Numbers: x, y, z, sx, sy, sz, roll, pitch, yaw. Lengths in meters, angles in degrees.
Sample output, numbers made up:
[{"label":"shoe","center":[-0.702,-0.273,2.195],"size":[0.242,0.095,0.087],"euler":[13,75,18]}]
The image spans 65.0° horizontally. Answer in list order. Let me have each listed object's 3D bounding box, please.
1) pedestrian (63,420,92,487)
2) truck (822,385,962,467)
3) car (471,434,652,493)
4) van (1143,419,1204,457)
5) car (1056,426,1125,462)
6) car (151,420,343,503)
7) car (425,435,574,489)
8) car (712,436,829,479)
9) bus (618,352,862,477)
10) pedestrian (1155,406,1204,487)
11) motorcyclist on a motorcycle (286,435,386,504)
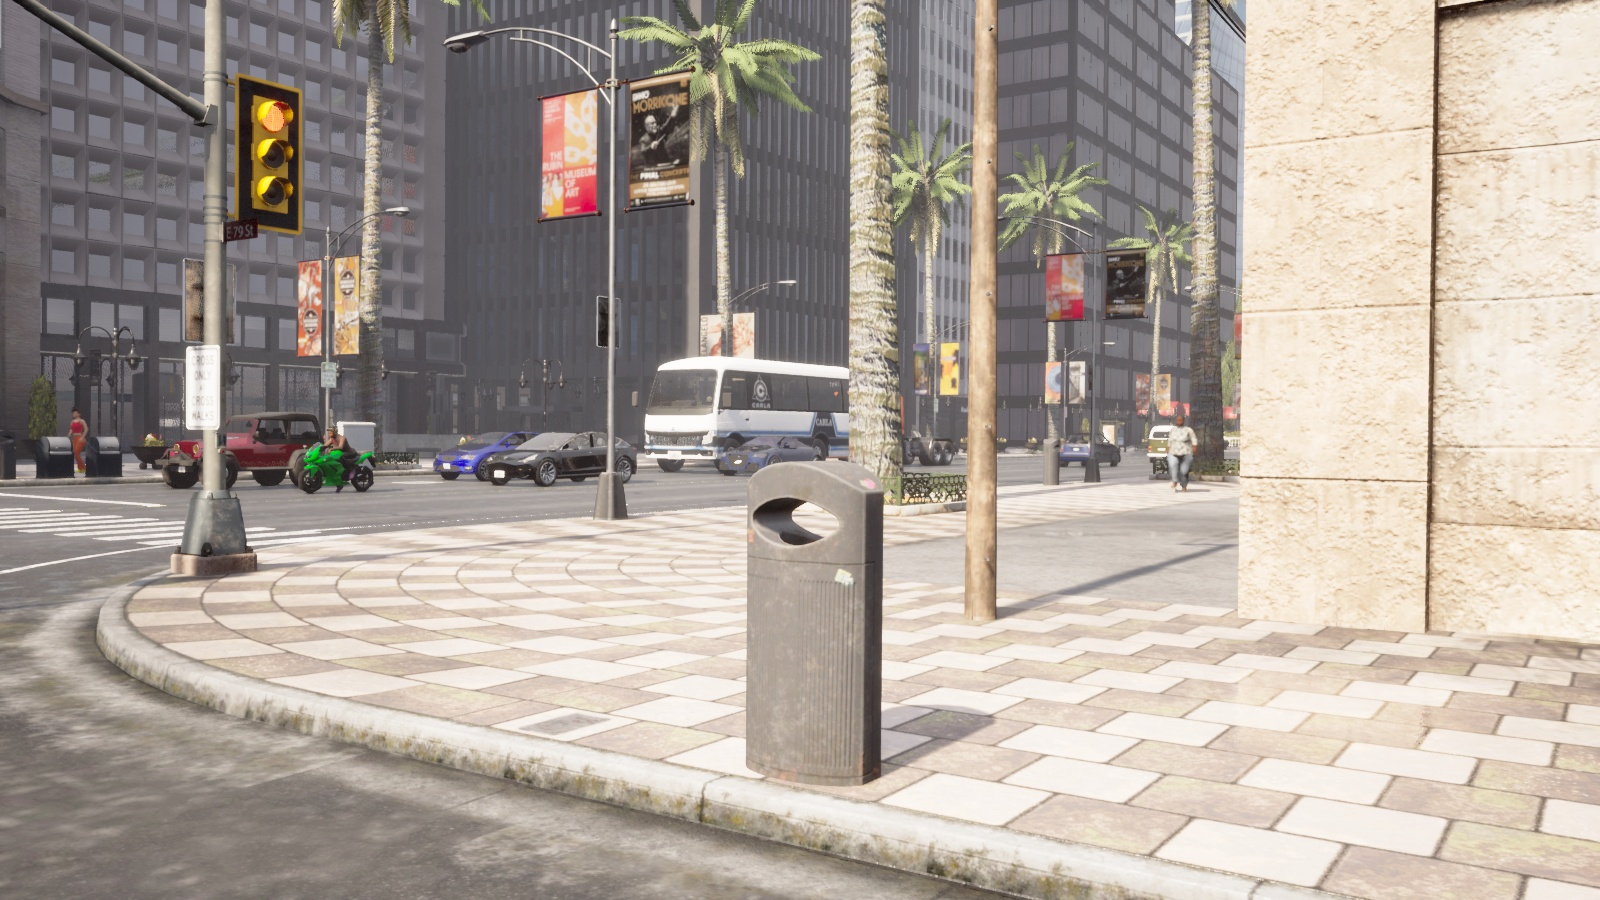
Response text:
[{"label":"pedestrian","center":[-20.095,0.093,34.918],"size":[0.345,1.836,0.594],"euler":[0,1,21]},{"label":"truck","center":[4.364,-1.074,57.412],"size":[2.891,3.462,7.936],"euler":[0,1,33]},{"label":"car","center":[-6.506,0.315,34.783],"size":[2.163,1.488,4.792],"euler":[0,1,33]},{"label":"van","center":[20.815,-0.687,69.856],"size":[2.069,2.038,4.480],"euler":[0,1,33]},{"label":"car","center":[13.636,-0.297,58.823],"size":[1.851,1.617,3.988],"euler":[0,1,33]},{"label":"car","center":[-13.428,0.230,30.680],"size":[1.905,1.878,3.866],"euler":[0,1,34]},{"label":"car","center":[-8.902,0.314,37.493],"size":[1.816,1.474,4.193],"euler":[0,1,34]},{"label":"car","center":[-0.953,0.215,43.117],"size":[1.994,1.385,4.181],"euler":[0,1,33]},{"label":"bus","center":[-1.975,-1.281,47.871],"size":[3.944,4.253,10.273],"euler":[0,1,34]},{"label":"pedestrian","center":[8.835,-0.091,29.219],"size":[0.874,1.855,0.900],"euler":[0,1,33]},{"label":"motorcyclist on a motorcycle","center":[-10.567,0.418,28.681],"size":[0.797,1.523,2.044],"euler":[0,1,34]}]
